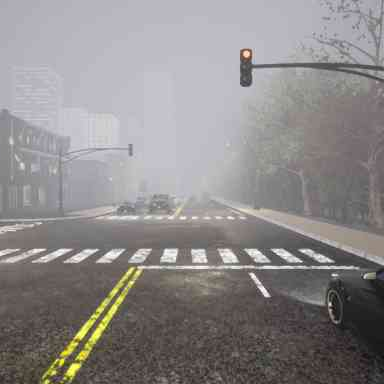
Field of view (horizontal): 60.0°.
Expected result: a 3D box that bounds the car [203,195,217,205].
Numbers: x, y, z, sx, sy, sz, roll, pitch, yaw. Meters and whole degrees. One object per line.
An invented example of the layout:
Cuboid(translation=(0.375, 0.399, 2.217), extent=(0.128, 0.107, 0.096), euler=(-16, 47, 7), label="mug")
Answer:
Cuboid(translation=(3.376, 1.580, 58.742), extent=(1.895, 1.301, 4.718), euler=(0, 0, 0), label="car")

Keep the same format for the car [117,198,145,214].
Cuboid(translation=(-6.592, 1.590, 35.338), extent=(1.895, 1.301, 4.718), euler=(0, 0, 1), label="car")

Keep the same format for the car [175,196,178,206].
Cuboid(translation=(-3.318, 1.511, 46.280), extent=(1.812, 1.442, 4.674), euler=(0, 0, 0), label="car")

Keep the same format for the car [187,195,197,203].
Cuboid(translation=(0.026, 1.467, 66.482), extent=(2.128, 1.511, 4.902), euler=(0, 0, 0), label="car")

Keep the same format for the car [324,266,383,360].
Cuboid(translation=(3.350, 1.563, 4.279), extent=(1.994, 1.385, 4.181), euler=(0, 0, 0), label="car")

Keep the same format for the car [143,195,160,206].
Cuboid(translation=(-6.562, 1.333, 54.514), extent=(2.097, 1.767, 4.553), euler=(0, 0, 0), label="car")

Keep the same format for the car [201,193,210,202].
Cuboid(translation=(3.283, 1.195, 76.898), extent=(2.150, 2.045, 5.566), euler=(0, 0, 0), label="car")

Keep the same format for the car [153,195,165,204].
Cuboid(translation=(-6.498, 1.453, 66.646), extent=(1.882, 1.535, 5.008), euler=(0, 0, 1), label="car")

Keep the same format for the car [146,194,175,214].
Cuboid(translation=(-3.324, 1.211, 36.290), extent=(2.150, 2.045, 5.566), euler=(0, 0, 0), label="car")

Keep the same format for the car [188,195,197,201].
Cuboid(translation=(0.031, 1.342, 76.901), extent=(2.033, 1.411, 5.357), euler=(0, 0, 0), label="car")

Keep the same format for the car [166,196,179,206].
Cuboid(translation=(-3.311, 1.458, 56.524), extent=(1.882, 1.535, 5.008), euler=(0, 0, 0), label="car")

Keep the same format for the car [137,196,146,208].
Cuboid(translation=(-6.571, 1.338, 44.249), extent=(2.097, 1.767, 4.553), euler=(0, 0, 0), label="car")
